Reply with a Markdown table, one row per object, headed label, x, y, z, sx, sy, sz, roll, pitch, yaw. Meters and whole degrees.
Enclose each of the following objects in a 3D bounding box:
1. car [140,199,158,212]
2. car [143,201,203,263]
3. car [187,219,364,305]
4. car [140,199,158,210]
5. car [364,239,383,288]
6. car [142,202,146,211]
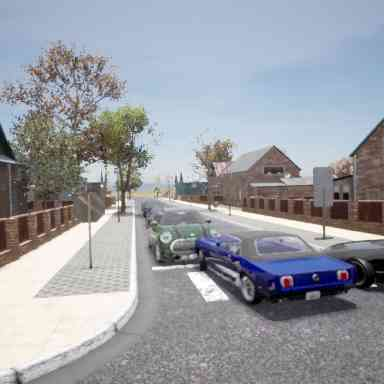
| label | x | y | z | sx | sy | sz | roll | pitch | yaw |
| --- | --- | --- | --- | --- | --- | --- | --- | --- | --- |
| car | -5.682 | 1.648 | 43.255 | 2.033 | 1.411 | 5.357 | -2 | 0 | -9 |
| car | -0.431 | 1.393 | 12.295 | 2.097 | 1.767 | 4.553 | -2 | 0 | -13 |
| car | 1.545 | 1.591 | 8.185 | 1.895 | 1.301 | 4.718 | -1 | 1 | -17 |
| car | -3.809 | 1.555 | 32.301 | 1.882 | 1.535 | 5.008 | -2 | 0 | -10 |
| car | 5.558 | 1.434 | 7.069 | 5.357 | 1.411 | 2.033 | -1 | 0 | 41 |
| car | -2.028 | 1.619 | 22.082 | 1.994 | 1.385 | 4.181 | -2 | 0 | -10 |
